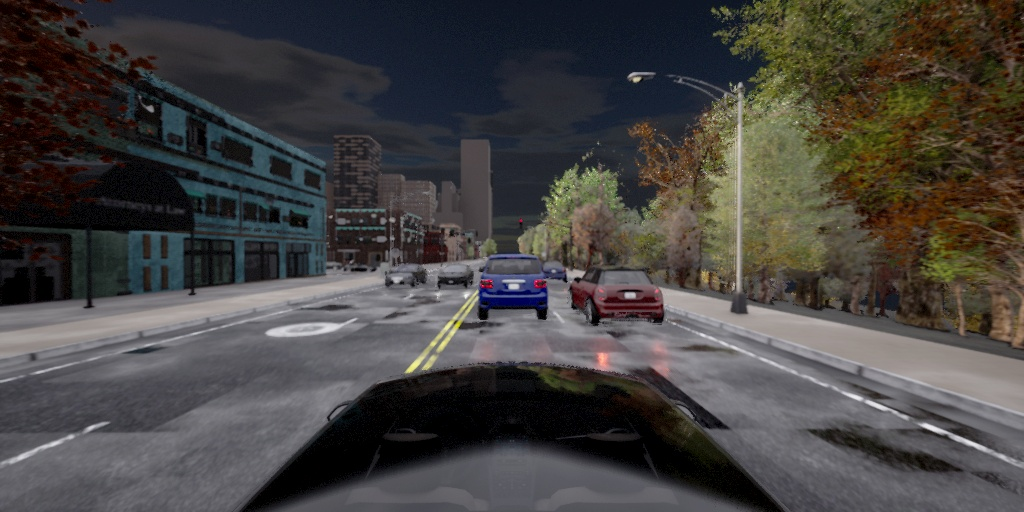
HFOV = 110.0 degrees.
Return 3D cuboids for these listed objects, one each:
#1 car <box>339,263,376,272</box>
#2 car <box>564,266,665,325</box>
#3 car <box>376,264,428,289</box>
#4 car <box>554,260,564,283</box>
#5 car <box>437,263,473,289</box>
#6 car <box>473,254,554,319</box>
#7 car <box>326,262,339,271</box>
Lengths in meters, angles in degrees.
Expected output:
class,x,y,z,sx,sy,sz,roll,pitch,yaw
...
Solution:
class,x,y,z,sx,sy,sz,roll,pitch,yaw
car,-20.532,1.613,48.637,4.313,1.339,1.948,0,0,-1
car,3.244,1.109,12.023,2.097,1.767,4.553,0,0,-1
car,-6.846,1.263,23.654,2.128,1.511,4.902,0,0,-1
car,3.036,1.122,28.456,2.097,1.767,4.553,0,0,-1
car,-3.593,1.246,23.432,1.882,1.535,5.008,0,0,-1
car,-0.011,0.978,12.895,2.150,2.045,5.566,0,0,-1
car,-28.977,1.621,57.037,4.403,1.370,2.007,0,0,-1
